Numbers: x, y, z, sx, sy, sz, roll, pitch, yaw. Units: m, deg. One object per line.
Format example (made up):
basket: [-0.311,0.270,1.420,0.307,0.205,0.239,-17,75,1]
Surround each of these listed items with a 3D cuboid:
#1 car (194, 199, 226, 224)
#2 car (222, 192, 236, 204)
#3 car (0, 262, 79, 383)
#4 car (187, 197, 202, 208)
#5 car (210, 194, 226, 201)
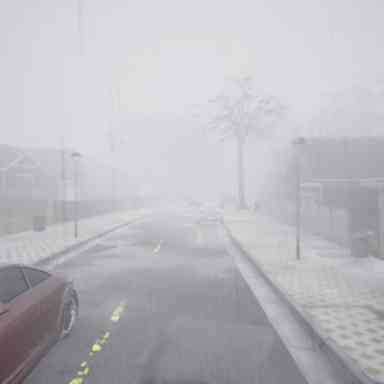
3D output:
car: [1.319,1.493,24.212,1.812,1.442,4.674,0,0,4]
car: [6.682,1.099,61.295,2.150,2.045,5.566,0,0,16]
car: [-2.837,1.572,3.767,1.994,1.385,4.181,0,0,0]
car: [0.586,1.427,47.451,1.812,1.442,4.674,0,0,12]
car: [3.296,1.436,46.547,1.812,1.442,4.674,0,0,12]
